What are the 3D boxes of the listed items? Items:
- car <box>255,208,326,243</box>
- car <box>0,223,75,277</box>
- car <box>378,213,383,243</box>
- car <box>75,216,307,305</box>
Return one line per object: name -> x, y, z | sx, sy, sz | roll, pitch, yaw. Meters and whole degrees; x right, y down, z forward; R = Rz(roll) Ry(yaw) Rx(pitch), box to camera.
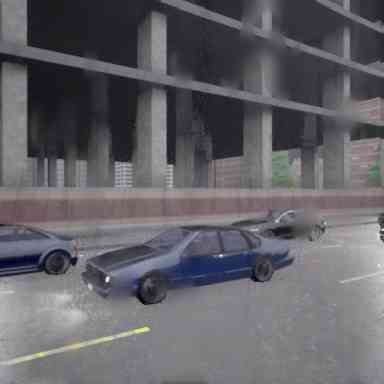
car -> 3.840, 1.491, 14.692 | 4.902, 1.511, 2.128 | 0, 0, -32
car -> -5.269, 1.563, 8.894 | 4.181, 1.385, 1.994 | 0, 0, -33
car -> 10.184, 1.504, 14.576 | 4.892, 1.490, 1.837 | 0, 0, -32
car -> 0.176, 1.547, 8.217 | 5.357, 1.411, 2.033 | 0, 0, -32
